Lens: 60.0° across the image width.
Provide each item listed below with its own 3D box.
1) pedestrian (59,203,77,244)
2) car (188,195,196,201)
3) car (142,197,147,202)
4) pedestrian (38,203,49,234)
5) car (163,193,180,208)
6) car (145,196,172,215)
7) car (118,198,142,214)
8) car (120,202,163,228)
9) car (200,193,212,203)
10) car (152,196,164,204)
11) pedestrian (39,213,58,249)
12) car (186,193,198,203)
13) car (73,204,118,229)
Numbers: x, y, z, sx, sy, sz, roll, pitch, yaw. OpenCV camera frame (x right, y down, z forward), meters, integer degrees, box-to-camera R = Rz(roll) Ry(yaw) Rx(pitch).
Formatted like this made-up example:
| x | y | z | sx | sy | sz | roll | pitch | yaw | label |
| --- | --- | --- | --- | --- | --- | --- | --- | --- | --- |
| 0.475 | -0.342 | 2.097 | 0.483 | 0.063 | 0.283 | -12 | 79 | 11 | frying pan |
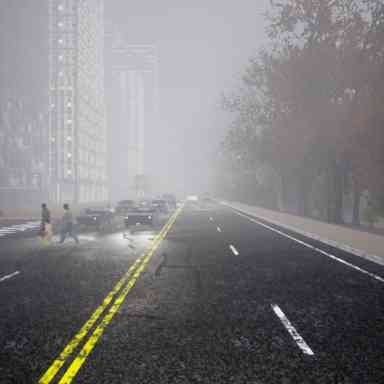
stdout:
| x | y | z | sx | sy | sz | roll | pitch | yaw | label |
| --- | --- | --- | --- | --- | --- | --- | --- | --- | --- |
| -5.311 | 1.315 | 14.234 | 0.375 | 1.860 | 0.375 | 0 | 0 | 0 | pedestrian |
| -0.005 | 1.433 | 80.124 | 2.033 | 1.411 | 5.357 | 0 | 0 | 0 | car |
| -6.601 | 1.496 | 47.596 | 2.128 | 1.511 | 4.902 | 0 | 0 | 0 | car |
| -5.986 | 1.294 | 13.571 | 0.375 | 1.860 | 0.375 | 0 | 0 | 0 | pedestrian |
| -3.351 | 1.225 | 47.975 | 2.150 | 2.045 | 5.566 | 0 | 0 | 0 | car |
| -3.353 | 1.508 | 34.316 | 1.837 | 1.490 | 4.892 | 0 | 0 | 0 | car |
| -6.606 | 1.505 | 33.770 | 1.837 | 1.490 | 4.892 | 0 | 1 | 0 | car |
| -3.367 | 1.658 | 22.891 | 1.895 | 1.301 | 4.718 | 0 | 0 | 0 | car |
| 3.244 | 1.526 | 69.730 | 2.128 | 1.511 | 4.902 | 0 | 0 | 0 | car |
| -6.540 | 1.534 | 65.138 | 1.812 | 1.442 | 4.674 | 0 | 0 | 0 | car |
| -5.578 | 1.573 | 12.948 | 0.375 | 1.300 | 0.375 | 0 | 0 | 0 | pedestrian |
| -0.004 | 1.226 | 69.760 | 2.150 | 2.045 | 5.566 | 0 | 0 | 0 | car |
| -6.622 | 1.689 | 22.359 | 1.895 | 1.301 | 4.718 | -1 | 0 | 0 | car |
